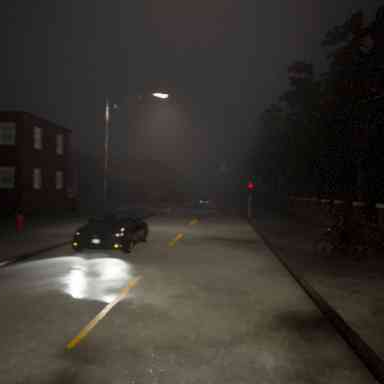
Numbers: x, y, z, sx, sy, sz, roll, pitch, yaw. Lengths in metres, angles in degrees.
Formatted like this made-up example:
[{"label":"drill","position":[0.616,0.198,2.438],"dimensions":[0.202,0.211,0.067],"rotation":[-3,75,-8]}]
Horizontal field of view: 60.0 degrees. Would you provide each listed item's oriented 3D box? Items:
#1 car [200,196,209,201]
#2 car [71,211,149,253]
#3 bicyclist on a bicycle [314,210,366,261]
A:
[{"label":"car","position":[2.907,1.614,75.905],"dimensions":[1.994,1.385,4.181],"rotation":[1,0,5]},{"label":"car","position":[-3.027,1.459,13.097],"dimensions":[1.994,1.385,4.181],"rotation":[1,0,6]},{"label":"bicyclist on a bicycle","position":[4.826,1.422,10.847],"dimensions":[1.656,1.620,0.582],"rotation":[2,0,5]}]
